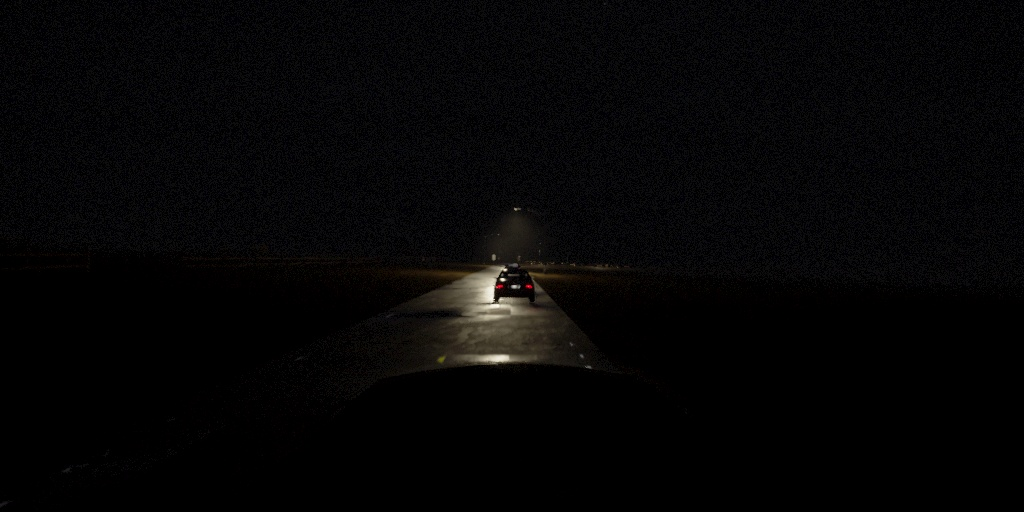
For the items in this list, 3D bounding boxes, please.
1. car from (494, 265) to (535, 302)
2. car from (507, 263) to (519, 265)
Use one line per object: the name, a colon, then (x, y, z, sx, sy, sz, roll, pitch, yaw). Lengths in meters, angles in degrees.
car: (0.099, 1.322, 17.260, 2.033, 1.411, 5.357, 0, 0, 0)
car: (0.097, 1.417, 39.138, 1.994, 1.385, 4.181, 0, 0, 0)
